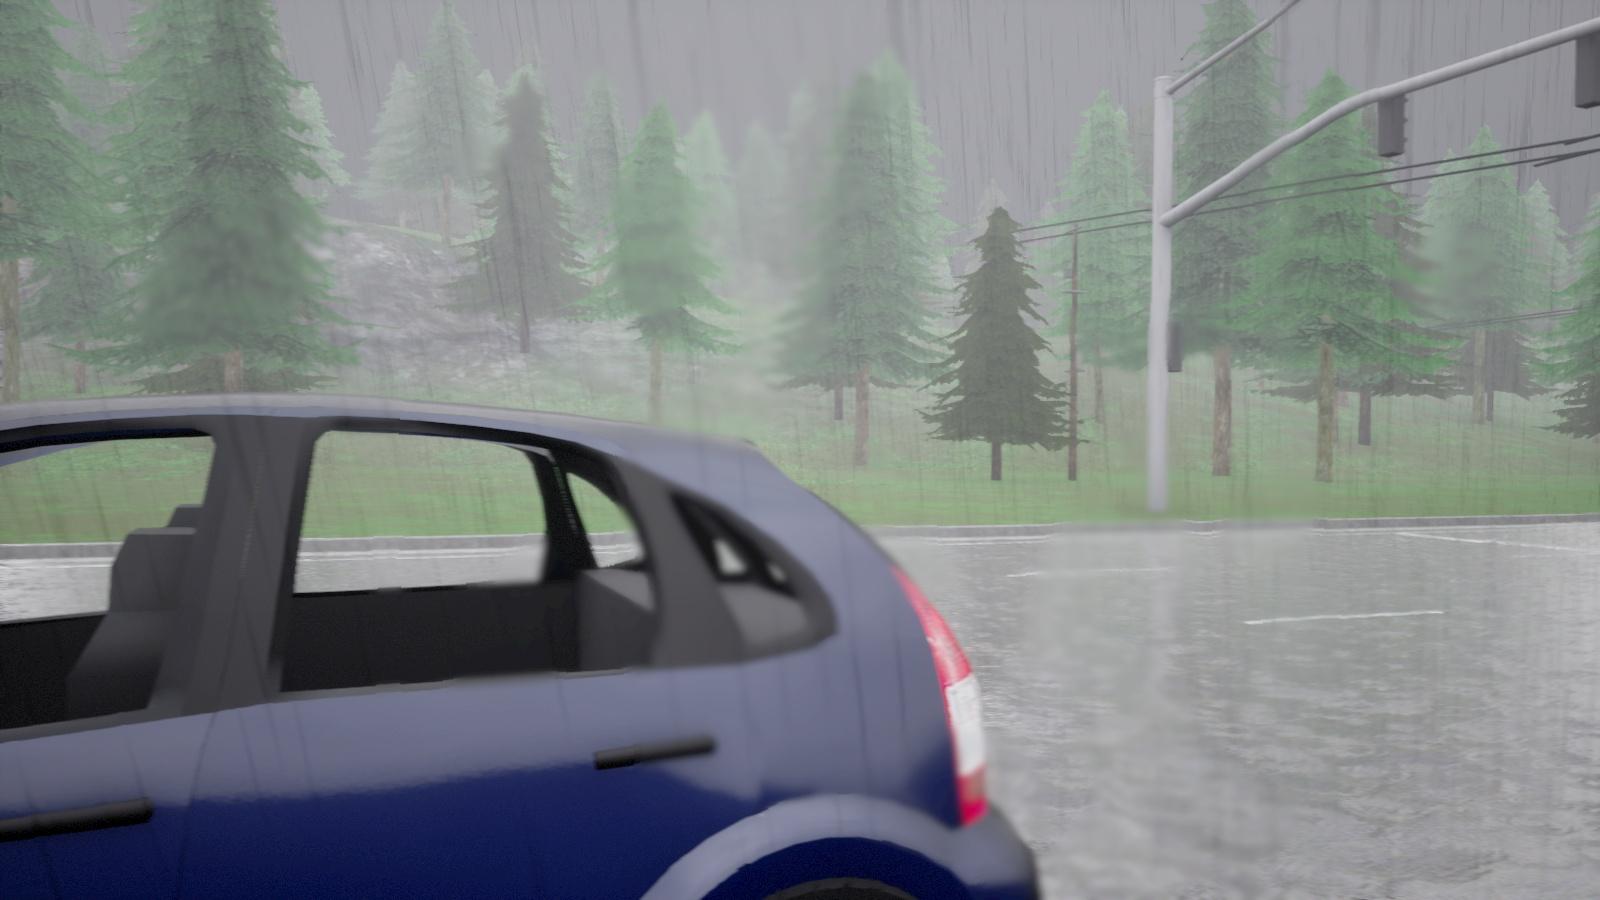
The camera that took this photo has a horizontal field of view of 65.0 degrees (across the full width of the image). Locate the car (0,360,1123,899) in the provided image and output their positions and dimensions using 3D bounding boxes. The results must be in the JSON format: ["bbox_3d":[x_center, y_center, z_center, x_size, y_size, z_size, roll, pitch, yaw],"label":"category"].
[{"bbox_3d":[-1.553,0.670,2.649,3.988,1.617,1.851,-1,1,-21],"label":"car"}]
